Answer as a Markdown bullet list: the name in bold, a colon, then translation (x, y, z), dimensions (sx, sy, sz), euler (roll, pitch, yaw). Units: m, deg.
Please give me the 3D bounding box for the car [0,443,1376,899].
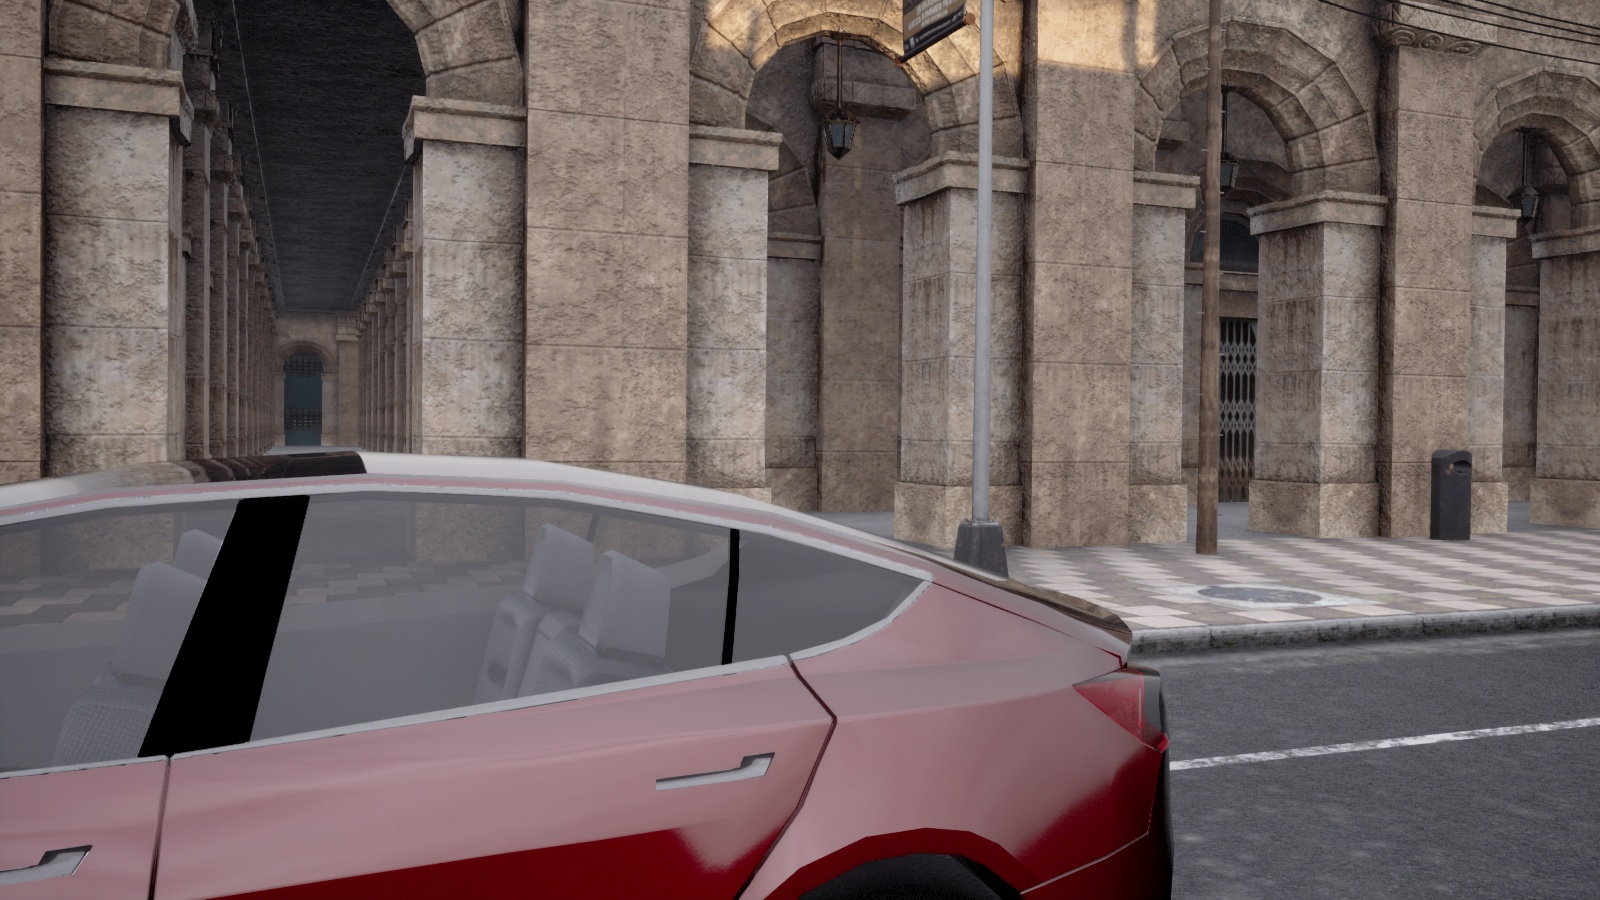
- **car**: translation (-1.450, 0.769, 2.707), dimensions (4.792, 1.488, 2.163), euler (-1, 1, -21)
